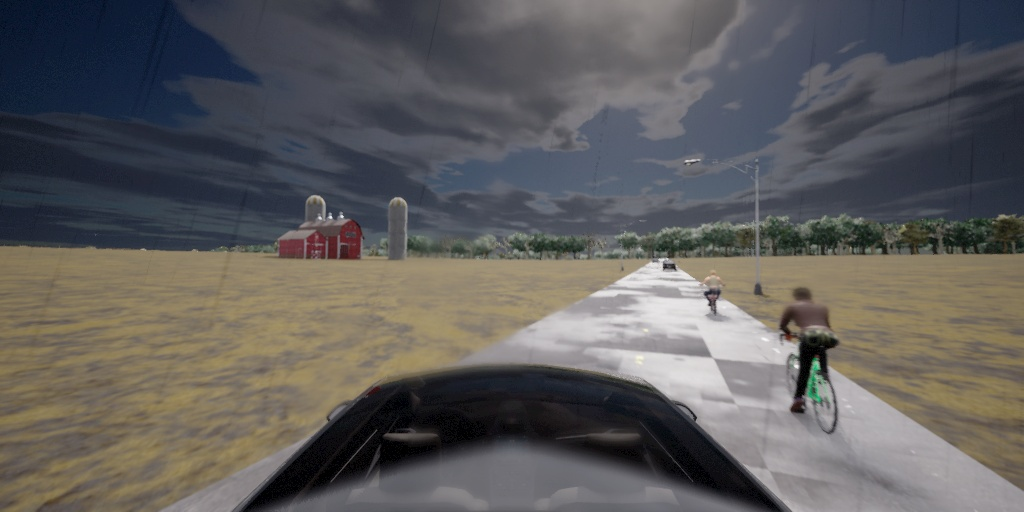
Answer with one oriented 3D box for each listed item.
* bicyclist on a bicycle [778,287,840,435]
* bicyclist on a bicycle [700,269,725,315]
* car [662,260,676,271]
[{"bbox_3d":[3.754,1.226,4.558,0.582,1.620,1.656,0,-1,23],"label":"bicyclist on a bicycle"},{"bbox_3d":[7.283,1.289,13.007,0.866,1.612,1.509,-1,-1,23],"label":"bicyclist on a bicycle"},{"bbox_3d":[24.597,1.458,56.070,1.882,1.535,5.008,0,0,23],"label":"car"}]
